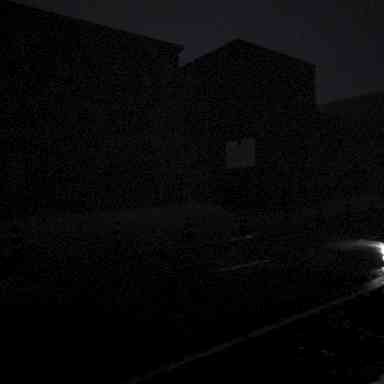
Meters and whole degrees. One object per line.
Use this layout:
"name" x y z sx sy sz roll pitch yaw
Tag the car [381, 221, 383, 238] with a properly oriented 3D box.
"car" 9.828 1.184 14.160 4.674 1.442 1.812 -2 1 -38
